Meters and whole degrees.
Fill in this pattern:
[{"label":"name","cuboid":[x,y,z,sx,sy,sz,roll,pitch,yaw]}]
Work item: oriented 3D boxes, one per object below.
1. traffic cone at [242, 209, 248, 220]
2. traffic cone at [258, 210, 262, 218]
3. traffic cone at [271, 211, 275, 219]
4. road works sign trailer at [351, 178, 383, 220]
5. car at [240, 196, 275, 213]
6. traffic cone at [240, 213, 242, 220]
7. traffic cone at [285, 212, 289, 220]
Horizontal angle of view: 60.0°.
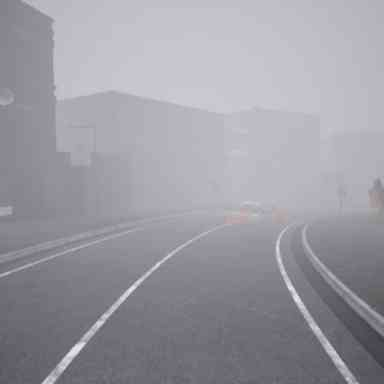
[{"label":"traffic cone","cuboid":[3.575,1.662,23.741,0.340,0.580,0.340,3,1,20]},{"label":"traffic cone","cuboid":[5.187,1.687,25.280,0.340,0.580,0.340,3,2,20]},{"label":"traffic cone","cuboid":[6.125,1.734,24.945,0.340,0.580,0.340,3,2,20]},{"label":"road works sign trailer","cuboid":[13.178,0.632,23.954,2.880,2.380,3.560,-13,-17,14]},{"label":"car","cuboid":[6.277,1.139,31.221,1.812,1.442,4.674,4,2,36]},{"label":"traffic cone","cuboid":[2.897,1.681,21.860,0.340,0.580,0.340,2,1,20]},{"label":"traffic cone","cuboid":[7.061,1.780,24.608,0.340,0.580,0.340,3,2,19]}]
